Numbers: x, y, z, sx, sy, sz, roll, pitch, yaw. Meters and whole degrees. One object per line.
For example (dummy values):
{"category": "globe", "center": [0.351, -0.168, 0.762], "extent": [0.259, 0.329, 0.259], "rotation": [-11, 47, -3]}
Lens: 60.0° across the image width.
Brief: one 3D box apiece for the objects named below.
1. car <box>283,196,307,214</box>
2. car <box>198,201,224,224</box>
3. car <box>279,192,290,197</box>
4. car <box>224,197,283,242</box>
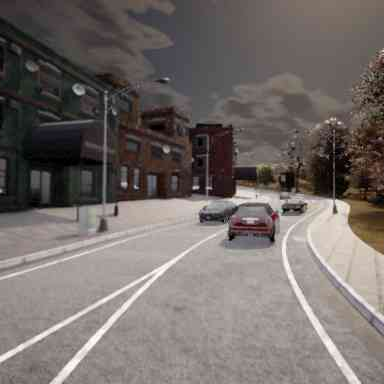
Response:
{"category": "car", "center": [10.209, 1.391, 32.878], "extent": [1.895, 1.301, 4.718], "rotation": [0, 1, 26]}
{"category": "car", "center": [2.065, 1.403, 24.210], "extent": [1.882, 1.535, 5.008], "rotation": [0, 0, 23]}
{"category": "car", "center": [17.541, 0.750, 62.847], "extent": [1.812, 1.442, 4.674], "rotation": [0, 2, 13]}
{"category": "car", "center": [3.198, 1.309, 16.553], "extent": [2.097, 1.767, 4.553], "rotation": [0, 0, 18]}
